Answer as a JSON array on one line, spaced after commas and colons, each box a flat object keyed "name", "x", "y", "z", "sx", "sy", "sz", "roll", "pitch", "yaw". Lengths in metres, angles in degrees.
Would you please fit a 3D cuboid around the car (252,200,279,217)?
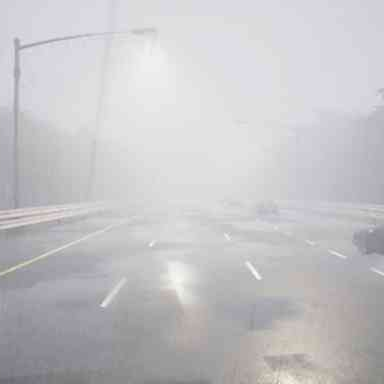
[{"name": "car", "x": 7.063, "y": 1.536, "z": 32.415, "sx": 2.128, "sy": 1.511, "sz": 4.902, "roll": 0, "pitch": 0, "yaw": 0}]

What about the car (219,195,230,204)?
[{"name": "car", "x": 7.298, "y": 1.659, "z": 72.957, "sx": 2.150, "sy": 2.045, "sz": 5.566, "roll": 0, "pitch": -1, "yaw": 0}]

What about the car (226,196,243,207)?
[{"name": "car", "x": 7.171, "y": 1.776, "z": 54.841, "sx": 1.994, "sy": 1.385, "sz": 4.181, "roll": 0, "pitch": -1, "yaw": 0}]

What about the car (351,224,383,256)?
[{"name": "car", "x": 7.022, "y": 1.551, "z": 10.311, "sx": 2.033, "sy": 1.411, "sz": 5.357, "roll": 0, "pitch": 0, "yaw": 0}]
